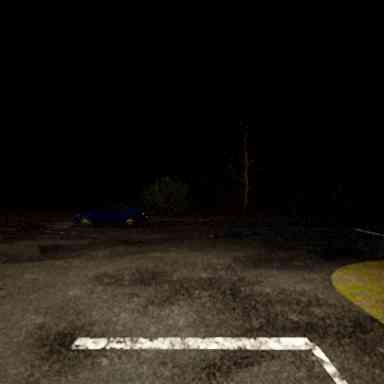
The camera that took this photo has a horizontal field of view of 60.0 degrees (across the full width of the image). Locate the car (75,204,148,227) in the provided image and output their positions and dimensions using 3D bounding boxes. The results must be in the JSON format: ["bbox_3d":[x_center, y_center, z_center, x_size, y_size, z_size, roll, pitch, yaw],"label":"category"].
[{"bbox_3d":[-5.219,1.492,21.799,4.674,1.442,1.812,0,0,-1],"label":"car"}]
